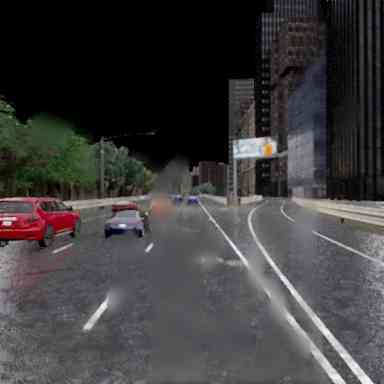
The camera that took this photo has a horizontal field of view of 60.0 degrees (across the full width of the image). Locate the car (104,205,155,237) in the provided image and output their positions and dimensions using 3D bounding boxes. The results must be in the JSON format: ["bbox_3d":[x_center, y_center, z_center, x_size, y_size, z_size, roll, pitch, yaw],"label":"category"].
[{"bbox_3d":[-3.399,1.623,18.276,1.994,1.385,4.181,0,0,0],"label":"car"}]

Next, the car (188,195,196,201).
[{"bbox_3d":[0.011,1.646,86.513,2.128,1.511,4.902,0,0,0],"label":"car"}]

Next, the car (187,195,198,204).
[{"bbox_3d":[0.120,1.601,65.520,1.882,1.535,5.008,0,0,0],"label":"car"}]

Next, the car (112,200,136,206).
[{"bbox_3d":[-6.898,1.579,34.421,1.882,1.535,5.008,0,0,0],"label":"car"}]

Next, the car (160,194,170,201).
[{"bbox_3d":[-6.988,1.468,85.637,2.097,1.767,4.553,0,0,0],"label":"car"}]

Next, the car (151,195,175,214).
[{"bbox_3d":[-3.394,1.458,36.866,2.097,1.767,4.553,0,0,0],"label":"car"}]

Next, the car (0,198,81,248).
[{"bbox_3d":[-6.899,1.271,15.135,2.150,2.045,5.566,0,0,0],"label":"car"}]

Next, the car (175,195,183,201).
[{"bbox_3d":[-3.488,1.590,85.250,1.882,1.535,5.008,0,0,0],"label":"car"}]
